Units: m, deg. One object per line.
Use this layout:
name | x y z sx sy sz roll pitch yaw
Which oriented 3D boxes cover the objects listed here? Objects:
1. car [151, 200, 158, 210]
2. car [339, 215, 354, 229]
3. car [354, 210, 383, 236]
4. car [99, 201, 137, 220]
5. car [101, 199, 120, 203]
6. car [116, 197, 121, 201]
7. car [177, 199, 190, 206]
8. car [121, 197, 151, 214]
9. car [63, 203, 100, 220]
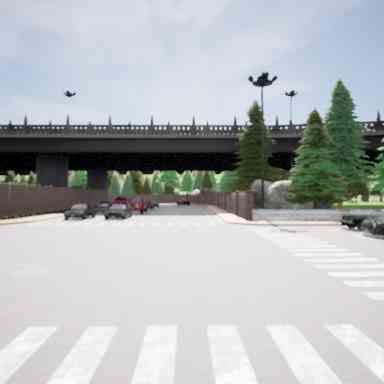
car | -7.069 2.103 52.588 1.994 1.385 4.181 0 -1 0
car | 11.975 1.762 21.035 4.718 1.301 1.895 0 -1 2
car | 11.473 1.477 17.529 4.553 1.767 2.097 0 -1 2
car | -7.058 1.880 32.408 2.033 1.411 5.357 0 -1 0
car | -10.583 1.943 40.648 1.812 1.442 4.674 0 -1 0
car | -10.598 1.738 50.386 2.150 2.045 5.566 0 -1 0
car | -1.940 2.312 74.045 1.994 1.385 4.181 0 -1 -19
car | -7.064 1.658 42.584 2.150 2.045 5.566 0 -1 0
car | -10.586 1.852 31.753 1.812 1.442 4.674 0 -1 0
